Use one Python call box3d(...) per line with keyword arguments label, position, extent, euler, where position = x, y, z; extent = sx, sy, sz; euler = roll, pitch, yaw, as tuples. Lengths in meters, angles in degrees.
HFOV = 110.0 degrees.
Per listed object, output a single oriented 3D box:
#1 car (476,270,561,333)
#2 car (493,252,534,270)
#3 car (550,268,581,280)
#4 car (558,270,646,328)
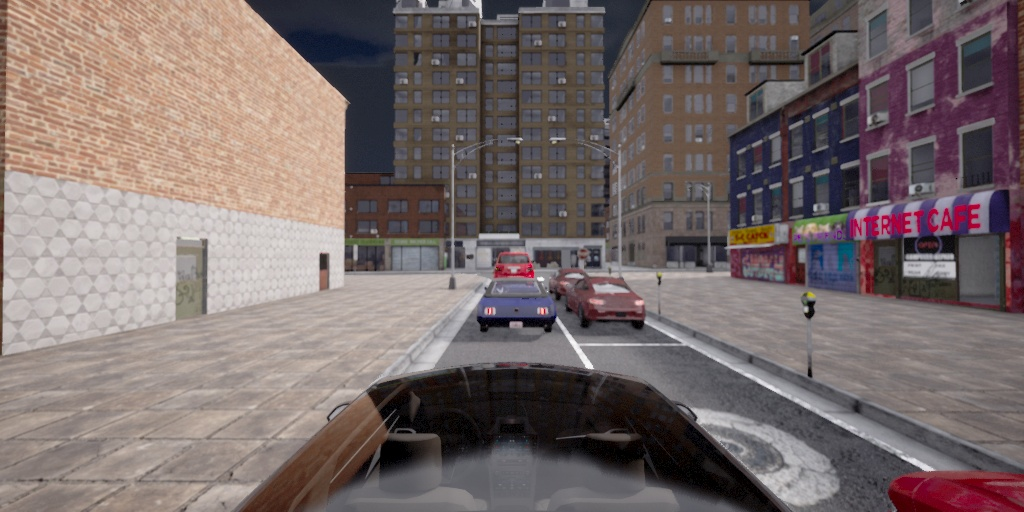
box3d(label="car", position=(0.106, 1.275, 10.446), extent=(1.895, 1.301, 4.718), euler=(0, 0, 0))
box3d(label="car", position=(0.081, 0.810, 20.577), extent=(2.150, 2.045, 5.566), euler=(0, 0, 0))
box3d(label="car", position=(2.630, 1.207, 16.213), extent=(1.802, 1.307, 4.207), euler=(0, 0, 0))
box3d(label="car", position=(2.634, 1.253, 10.774), extent=(1.802, 1.307, 4.207), euler=(0, 0, 0))
